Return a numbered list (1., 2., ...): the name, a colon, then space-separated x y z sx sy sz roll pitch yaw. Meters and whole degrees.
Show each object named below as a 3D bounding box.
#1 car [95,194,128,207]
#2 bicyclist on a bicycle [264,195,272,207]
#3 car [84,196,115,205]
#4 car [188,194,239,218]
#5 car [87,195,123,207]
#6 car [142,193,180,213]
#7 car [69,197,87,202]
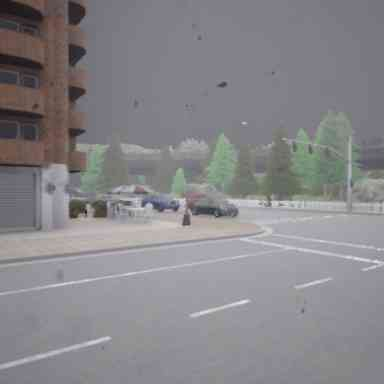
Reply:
1. car: -12.007 1.270 49.702 4.553 1.767 2.097 0 0 27
2. bicyclist on a bicycle: 9.919 1.195 43.204 1.656 1.620 0.582 0 0 -36
3. car: -16.396 1.407 58.918 4.902 1.511 2.128 0 0 15
4. car: 2.038 1.269 29.259 2.097 1.767 4.553 0 0 -36
5. car: -11.824 1.485 45.535 4.181 1.385 1.994 0 0 32
6. car: -3.557 1.139 37.037 2.150 2.045 5.566 0 0 -37
7. car: -20.571 1.488 56.274 4.181 1.385 1.994 0 0 8
